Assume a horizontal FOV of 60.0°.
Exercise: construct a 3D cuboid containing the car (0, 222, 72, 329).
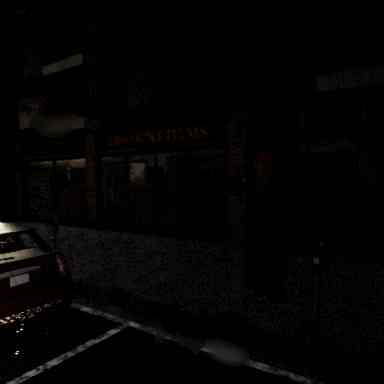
[{"bbox_3d":[-4.008,1.235,5.759,4.097,1.590,1.967,1,3,35],"label":"car"}]
